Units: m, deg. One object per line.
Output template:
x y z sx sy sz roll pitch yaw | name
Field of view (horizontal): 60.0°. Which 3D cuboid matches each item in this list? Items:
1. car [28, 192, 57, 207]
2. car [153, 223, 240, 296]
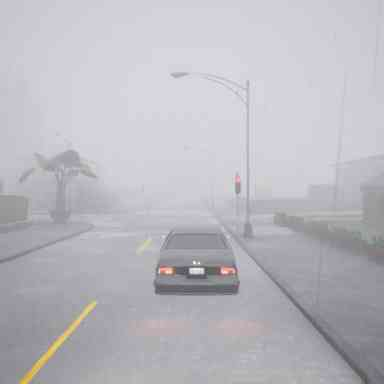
-19.730 0.985 43.886 1.905 1.878 3.866 0 0 35 | car
0.103 1.547 8.835 2.033 1.411 5.357 0 0 0 | car
